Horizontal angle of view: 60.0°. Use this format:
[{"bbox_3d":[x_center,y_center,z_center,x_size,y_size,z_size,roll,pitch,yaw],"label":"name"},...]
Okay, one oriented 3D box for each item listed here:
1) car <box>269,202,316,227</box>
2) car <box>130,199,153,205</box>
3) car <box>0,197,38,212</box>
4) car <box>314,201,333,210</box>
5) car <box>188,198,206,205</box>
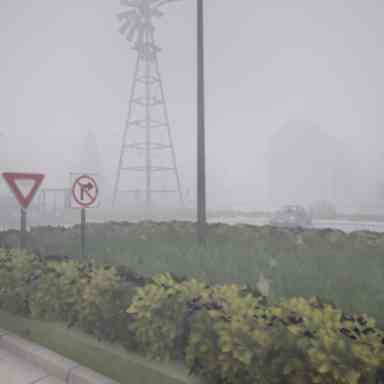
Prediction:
[{"bbox_3d":[6.591,1.589,22.063,1.784,1.438,3.905,-1,0,35],"label":"car"},{"bbox_3d":[-7.634,1.864,51.556,1.812,1.442,4.674,-1,0,36],"label":"car"},{"bbox_3d":[-18.858,1.554,36.008,2.150,2.045,5.566,-1,0,36],"label":"car"},{"bbox_3d":[13.018,1.586,33.271,1.816,1.474,4.193,-1,0,35],"label":"car"},{"bbox_3d":[0.907,1.863,63.401,1.812,1.442,4.674,-1,0,36],"label":"car"}]
